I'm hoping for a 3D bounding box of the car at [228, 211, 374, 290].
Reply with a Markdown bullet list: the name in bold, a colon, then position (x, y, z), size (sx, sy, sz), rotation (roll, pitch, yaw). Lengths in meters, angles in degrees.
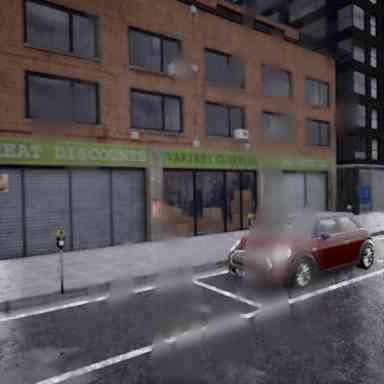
- **car**: position (2.848, 1.275, 8.561), size (4.097, 1.590, 1.967), rotation (-2, 1, -35)
